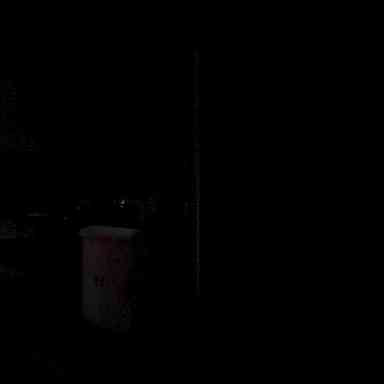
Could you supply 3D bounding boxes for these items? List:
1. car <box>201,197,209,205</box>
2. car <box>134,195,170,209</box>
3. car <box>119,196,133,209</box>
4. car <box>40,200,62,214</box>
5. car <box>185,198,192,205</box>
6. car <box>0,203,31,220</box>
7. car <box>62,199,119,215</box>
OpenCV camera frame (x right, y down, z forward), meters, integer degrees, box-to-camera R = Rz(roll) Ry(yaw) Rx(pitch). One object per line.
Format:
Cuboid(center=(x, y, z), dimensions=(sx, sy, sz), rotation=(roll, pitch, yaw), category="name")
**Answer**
Cuboid(center=(4.005, 1.482, 55.646), dimensions=(2.033, 1.411, 5.357), rotation=(0, 0, 33), category="car")
Cuboid(center=(-4.732, 1.292, 42.045), dimensions=(2.097, 1.767, 4.553), rotation=(0, 0, 32), category="car")
Cuboid(center=(-8.219, 1.286, 43.083), dimensions=(2.097, 1.767, 4.553), rotation=(0, 0, 32), category="car")
Cuboid(center=(-13.566, 1.500, 34.660), dimensions=(1.994, 1.385, 4.181), rotation=(0, 0, 32), category="car")
Cuboid(center=(0.916, 1.475, 57.317), dimensions=(2.033, 1.411, 5.357), rotation=(0, 0, 33), category="car")
Cuboid(center=(-15.156, 1.547, 25.610), dimensions=(1.895, 1.301, 4.718), rotation=(0, 0, 32), category="car")
Cuboid(center=(-10.128, 1.421, 33.546), dimensions=(1.882, 1.535, 5.008), rotation=(0, 0, 33), category="car")
